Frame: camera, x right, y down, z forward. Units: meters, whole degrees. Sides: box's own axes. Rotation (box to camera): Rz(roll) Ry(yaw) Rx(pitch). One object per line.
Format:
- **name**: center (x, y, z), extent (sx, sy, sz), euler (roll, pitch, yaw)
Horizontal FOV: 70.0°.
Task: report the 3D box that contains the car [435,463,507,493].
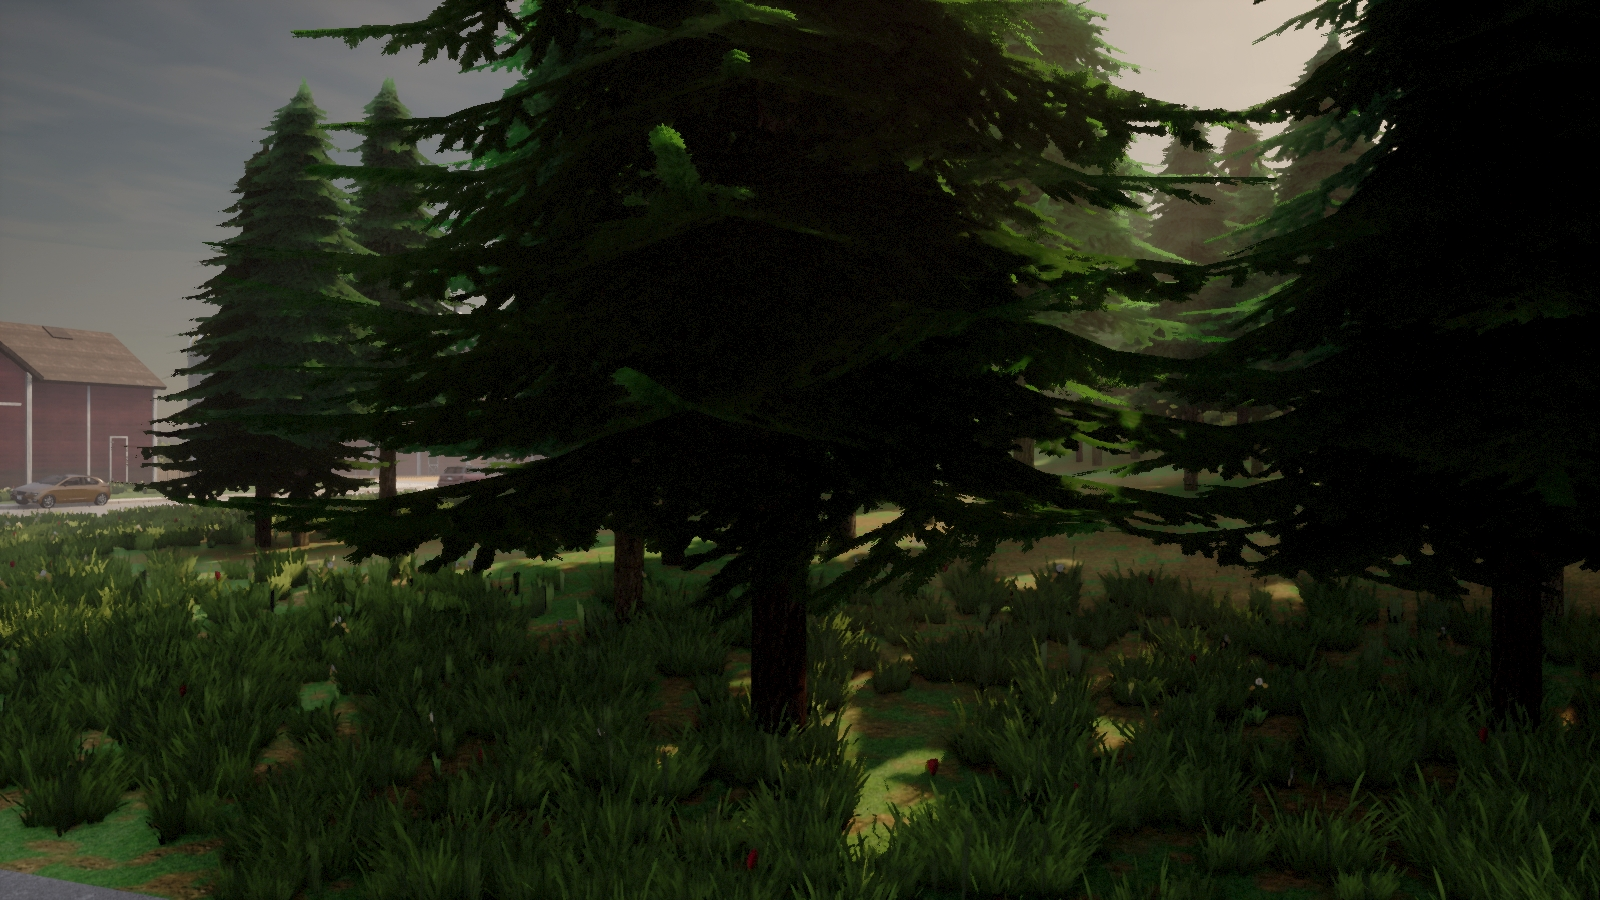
- **car**: center (-20.783, 1.766, 72.384), extent (2.097, 1.767, 4.553), euler (0, 0, 20)
